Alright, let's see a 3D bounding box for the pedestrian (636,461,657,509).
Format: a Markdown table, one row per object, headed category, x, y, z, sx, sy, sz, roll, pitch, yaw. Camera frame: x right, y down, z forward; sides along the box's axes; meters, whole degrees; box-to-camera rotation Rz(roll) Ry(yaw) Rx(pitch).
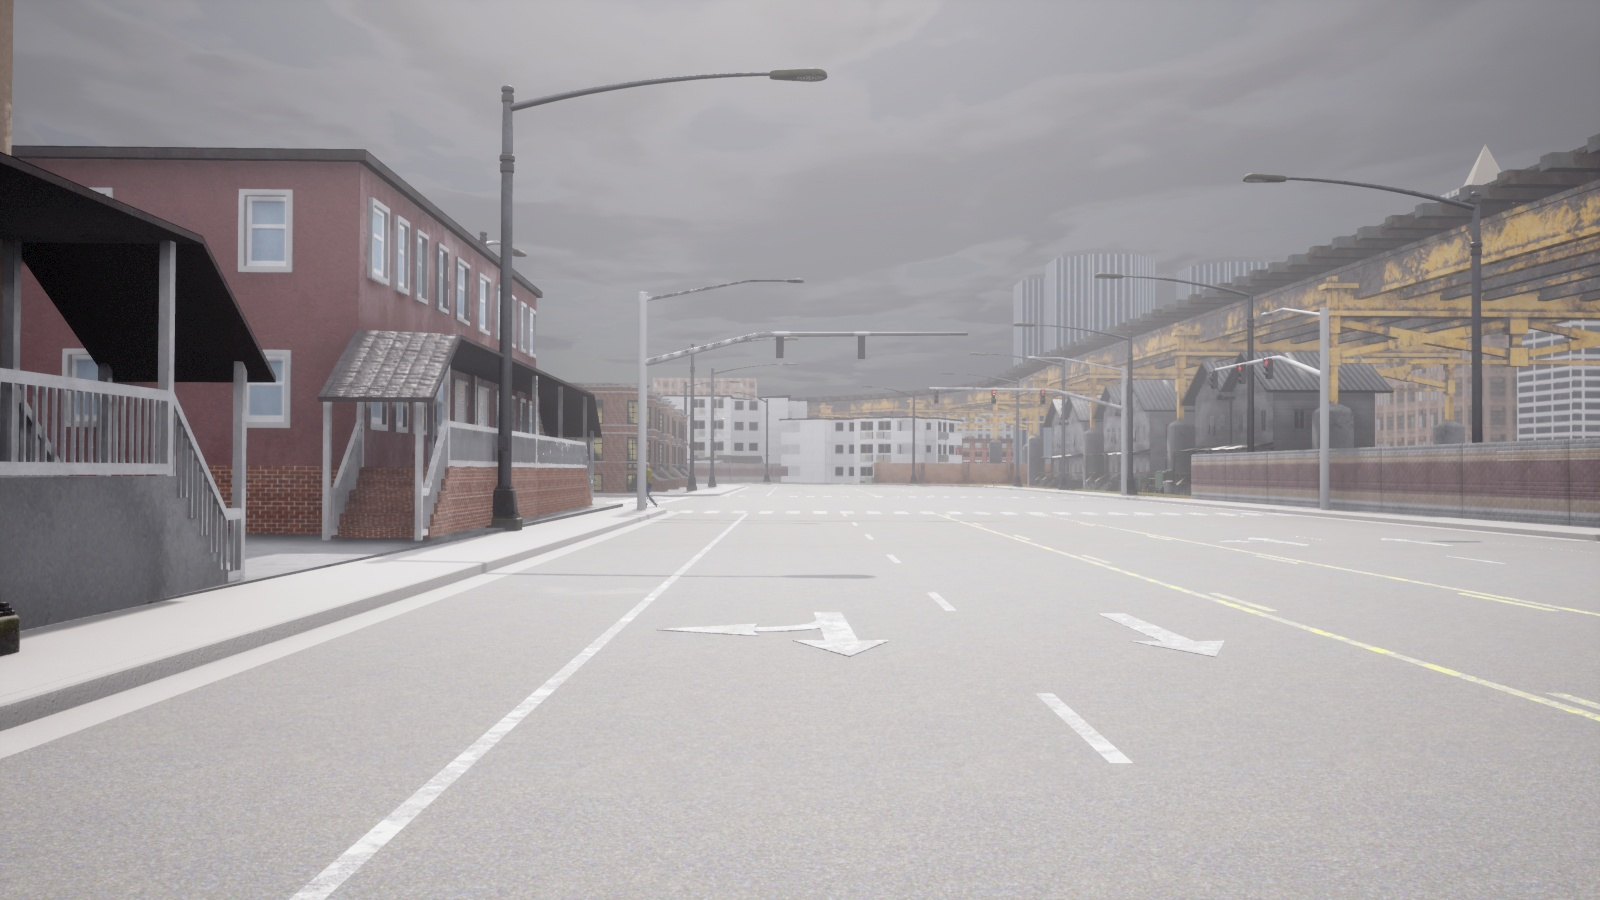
| category | x | y | z | sx | sy | sz | roll | pitch | yaw |
| --- | --- | --- | --- | --- | --- | --- | --- | --- | --- |
| pedestrian | -5.905 | 1.331 | 48.369 | 0.706 | 1.836 | 0.354 | 0 | -1 | 8 |
